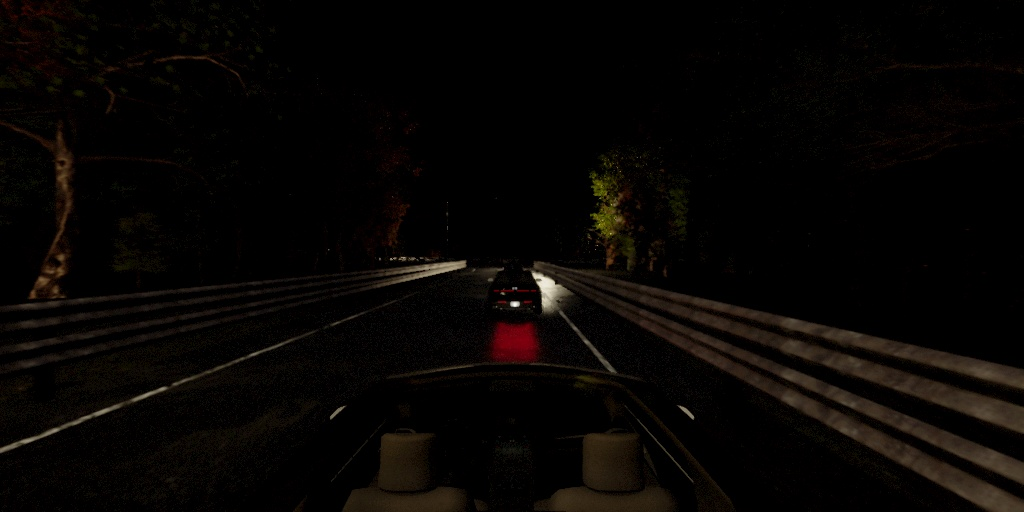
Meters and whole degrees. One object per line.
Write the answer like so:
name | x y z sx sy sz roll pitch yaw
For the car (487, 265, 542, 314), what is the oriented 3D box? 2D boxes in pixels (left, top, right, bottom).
car | 0.100 1.278 13.907 1.837 1.490 4.892 0 0 0

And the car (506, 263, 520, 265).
car | 0.104 1.349 34.778 2.033 1.411 5.357 0 0 0
